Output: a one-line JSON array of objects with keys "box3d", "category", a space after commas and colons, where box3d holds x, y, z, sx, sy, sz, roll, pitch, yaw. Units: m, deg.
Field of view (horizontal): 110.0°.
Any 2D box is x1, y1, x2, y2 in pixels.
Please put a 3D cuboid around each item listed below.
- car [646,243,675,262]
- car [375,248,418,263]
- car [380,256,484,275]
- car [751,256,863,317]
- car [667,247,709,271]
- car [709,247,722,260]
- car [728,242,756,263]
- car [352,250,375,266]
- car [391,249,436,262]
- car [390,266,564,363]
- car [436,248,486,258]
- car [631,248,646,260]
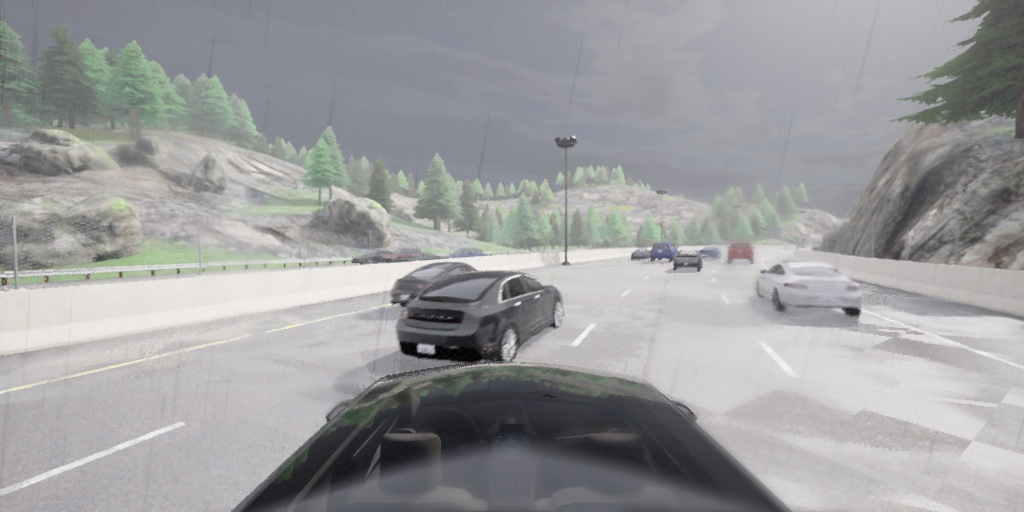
[{"box3d": [16.833, -0.421, 39.321, 2.150, 2.045, 5.566, 1, 2, 34], "category": "car"}, {"box3d": [-10.513, 0.032, 34.833, 2.097, 1.767, 4.553, 1, 2, 29], "category": "car"}, {"box3d": [-2.092, 0.926, 12.281, 1.812, 1.442, 4.674, 0, 2, 25], "category": "car"}, {"box3d": [9.088, 0.891, 11.258, 1.812, 1.442, 4.674, 0, 2, 25], "category": "car"}, {"box3d": [13.537, 0.278, 27.377, 2.128, 1.511, 4.902, 1, 2, 31], "category": "car"}, {"box3d": [24.306, -0.364, 43.747, 1.882, 1.535, 5.008, 1, 2, 37], "category": "car"}, {"box3d": [23.356, -0.365, 36.485, 2.150, 2.045, 5.566, 1, 2, 35], "category": "car"}, {"box3d": [-13.733, 0.157, 36.249, 1.837, 1.490, 4.892, 1, 2, 29], "category": "car"}, {"box3d": [-8.165, 0.332, 31.865, 1.994, 1.385, 4.181, 1, 2, 29], "category": "car"}, {"box3d": [-0.314, 1.056, 7.606, 1.837, 1.490, 4.892, 0, 2, 24], "category": "car"}, {"box3d": [-4.181, 0.096, 31.829, 2.097, 1.767, 4.553, 1, 2, 29], "category": "car"}, {"box3d": [16.240, -0.250, 44.392, 1.994, 1.385, 4.181, 1, 2, 36], "category": "car"}]
